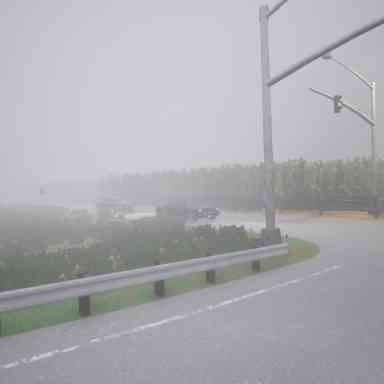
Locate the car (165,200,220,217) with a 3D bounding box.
[{"bbox_3d":[-0.355,1.177,22.035,1.895,1.301,4.718,-3,2,-41],"label":"car"}]

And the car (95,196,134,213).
[{"bbox_3d":[-7.024,1.121,29.833,1.837,1.490,4.892,-3,2,-40],"label":"car"}]
